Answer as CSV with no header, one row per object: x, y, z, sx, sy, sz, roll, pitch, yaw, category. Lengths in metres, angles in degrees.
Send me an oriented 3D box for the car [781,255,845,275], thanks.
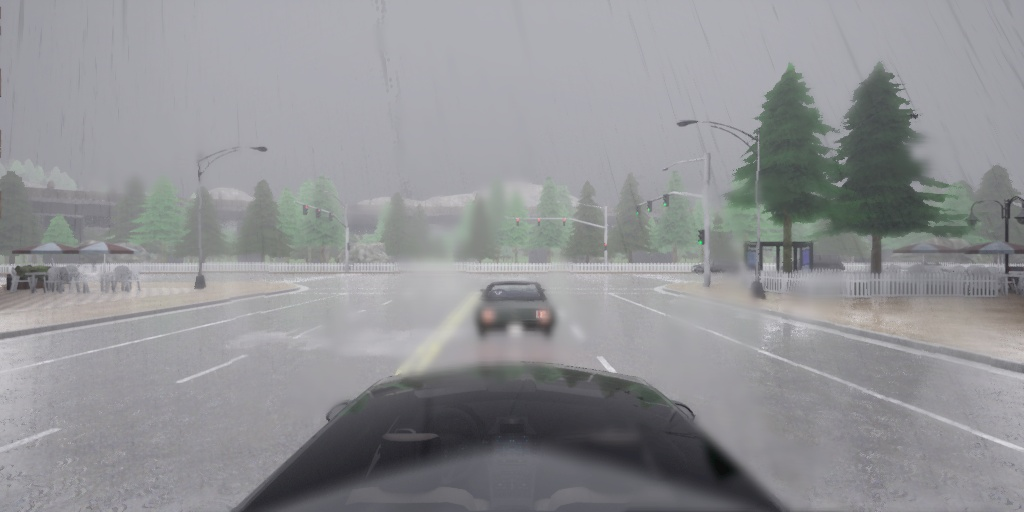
31.523,0.910,37.585,5.566,2.045,2.150,0,0,1,car

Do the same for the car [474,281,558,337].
0.074,1.349,10.216,1.895,1.301,4.718,0,0,0,car

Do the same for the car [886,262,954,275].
41.808,1.290,36.745,4.718,1.301,1.895,0,0,10,car

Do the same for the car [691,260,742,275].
21.489,1.180,37.649,4.902,1.511,2.128,0,0,0,car
